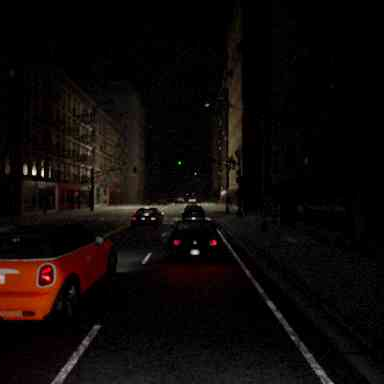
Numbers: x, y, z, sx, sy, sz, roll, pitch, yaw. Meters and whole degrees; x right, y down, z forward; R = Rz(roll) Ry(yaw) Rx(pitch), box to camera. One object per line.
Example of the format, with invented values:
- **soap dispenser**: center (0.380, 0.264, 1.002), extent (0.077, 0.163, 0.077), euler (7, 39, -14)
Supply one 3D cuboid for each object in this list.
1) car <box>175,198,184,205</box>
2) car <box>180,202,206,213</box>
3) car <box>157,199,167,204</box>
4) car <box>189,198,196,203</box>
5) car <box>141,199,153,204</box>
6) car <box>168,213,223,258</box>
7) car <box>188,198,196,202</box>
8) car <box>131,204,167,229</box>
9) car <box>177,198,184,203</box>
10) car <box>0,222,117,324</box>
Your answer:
- **car**: center (-3.205, 2.208, 82.692), extent (2.097, 1.767, 4.553), euler (0, -1, 0)
- **car**: center (0.114, 1.798, 27.291), extent (1.837, 1.490, 4.892), euler (0, -1, 0)
- **car**: center (-6.461, 2.291, 72.063), extent (2.033, 1.411, 5.357), euler (0, -1, 0)
- **car**: center (0.050, 2.340, 92.729), extent (1.837, 1.490, 4.892), euler (0, -1, 0)
- **car**: center (-9.711, 2.304, 72.064), extent (1.994, 1.385, 4.181), euler (0, -1, 0)
- **car**: center (0.107, 1.746, 13.362), extent (1.895, 1.301, 4.718), euler (0, -1, 0)
- **car**: center (0.044, 2.450, 82.781), extent (1.895, 1.301, 4.718), euler (0, -1, 0)
- **car**: center (-3.137, 1.805, 23.926), extent (2.033, 1.411, 5.357), euler (0, -1, 0)
- **car**: center (-3.200, 2.318, 92.731), extent (1.882, 1.535, 5.008), euler (0, -1, 0)
- **car**: center (-3.145, 1.435, 7.462), extent (2.097, 1.767, 4.553), euler (0, 0, 0)
